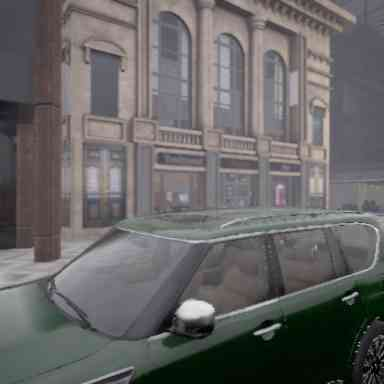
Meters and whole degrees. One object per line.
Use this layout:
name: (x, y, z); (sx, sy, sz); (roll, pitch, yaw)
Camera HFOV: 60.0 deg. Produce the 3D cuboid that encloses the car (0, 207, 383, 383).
car: (0.055, 1.221, 3.375); (5.566, 2.045, 2.150); (0, 0, -35)
